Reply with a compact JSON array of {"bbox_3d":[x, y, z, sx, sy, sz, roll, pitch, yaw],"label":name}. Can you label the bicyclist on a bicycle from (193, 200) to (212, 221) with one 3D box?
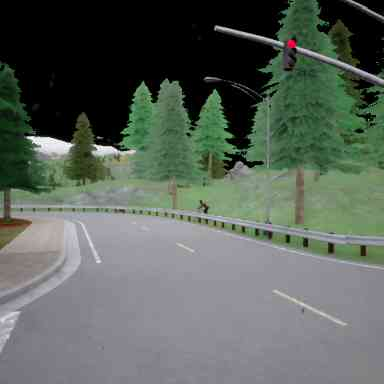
[{"bbox_3d":[0.826,1.432,25.534,1.656,1.620,0.582,-1,2,-20],"label":"bicyclist on a bicycle"}]
